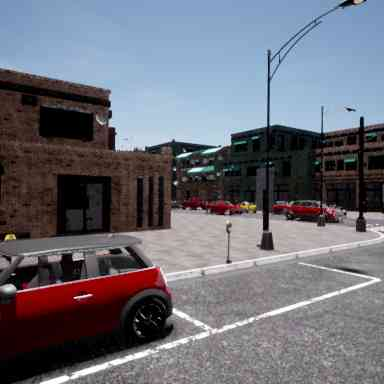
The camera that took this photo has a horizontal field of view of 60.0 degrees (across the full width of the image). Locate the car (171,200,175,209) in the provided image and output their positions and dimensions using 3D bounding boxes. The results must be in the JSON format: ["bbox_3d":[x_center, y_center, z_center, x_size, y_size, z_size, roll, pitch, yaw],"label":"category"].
[{"bbox_3d":[-4.679,1.896,47.978,1.812,1.442,4.674,1,-1,-35],"label":"car"}]

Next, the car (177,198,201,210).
[{"bbox_3d":[0.307,1.772,50.911,2.192,1.841,5.009,0,-1,-35],"label":"car"}]

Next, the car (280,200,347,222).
[{"bbox_3d":[9.901,1.479,27.005,2.097,1.767,4.553,1,-1,-35],"label":"car"}]

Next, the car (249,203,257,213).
[{"bbox_3d":[6.540,1.878,41.934,1.752,1.417,4.829,0,-1,-35],"label":"car"}]

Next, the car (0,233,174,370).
[{"bbox_3d":[-2.383,1.440,4.844,4.097,1.590,1.967,0,1,-36],"label":"car"}]

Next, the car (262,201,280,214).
[{"bbox_3d":[9.803,1.739,37.239,1.967,1.590,4.097,0,-1,-35],"label":"car"}]

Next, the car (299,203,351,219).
[{"bbox_3d":[12.967,1.811,32.681,1.947,1.339,4.313,0,-1,-35],"label":"car"}]

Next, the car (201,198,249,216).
[{"bbox_3d":[3.481,1.711,36.198,1.882,1.535,5.008,1,-1,-35],"label":"car"}]
